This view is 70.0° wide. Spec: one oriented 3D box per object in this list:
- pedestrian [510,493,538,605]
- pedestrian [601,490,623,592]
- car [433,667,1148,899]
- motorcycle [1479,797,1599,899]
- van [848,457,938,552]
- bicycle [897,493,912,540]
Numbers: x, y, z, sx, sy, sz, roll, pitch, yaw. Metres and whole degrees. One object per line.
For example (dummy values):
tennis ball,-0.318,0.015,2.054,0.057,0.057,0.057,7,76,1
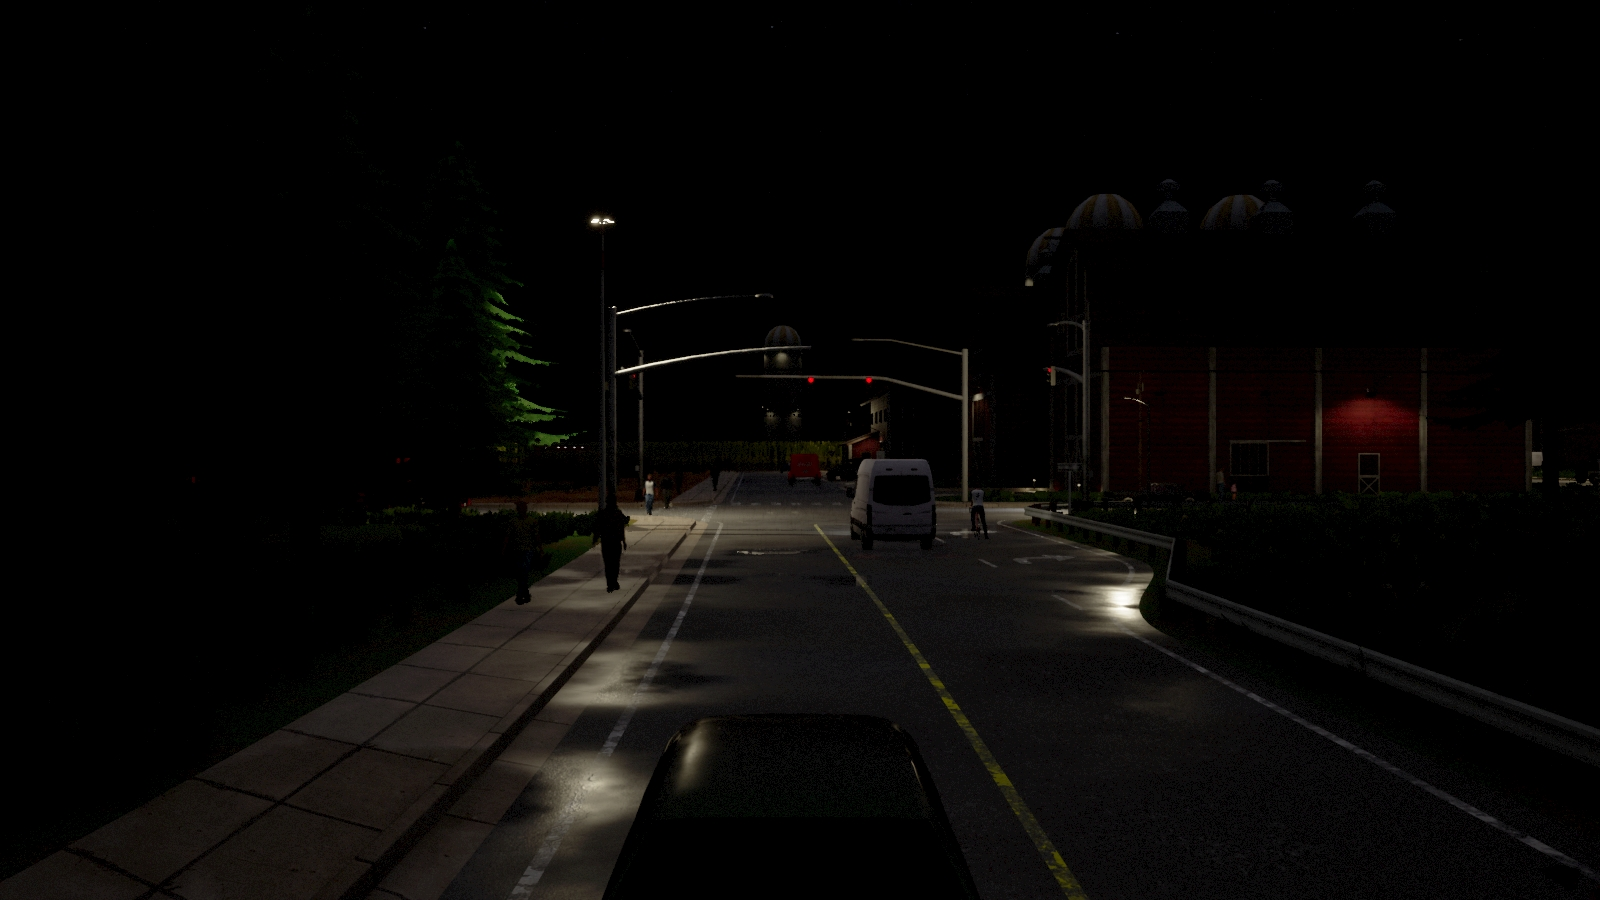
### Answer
pedestrian,-4.682,1.670,19.357,0.375,1.860,0.375,0,0,2
pedestrian,-3.479,1.669,21.118,0.375,1.860,0.375,0,0,-15
car,-0.032,1.973,4.130,1.851,1.617,3.988,0,0,0
motorcycle,3.445,2.159,4.107,0.803,1.199,2.033,0,0,0
van,2.659,1.508,34.092,1.988,2.561,5.915,0,0,-2
bicycle,3.290,2.079,36.037,0.373,1.396,1.643,0,0,3
